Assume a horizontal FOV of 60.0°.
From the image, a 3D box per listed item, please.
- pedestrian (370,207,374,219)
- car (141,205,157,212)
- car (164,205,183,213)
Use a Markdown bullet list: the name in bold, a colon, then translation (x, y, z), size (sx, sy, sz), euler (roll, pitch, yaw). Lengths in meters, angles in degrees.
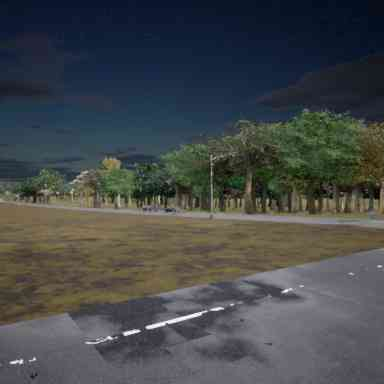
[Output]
- **pedestrian**: translation (19.252, 2.203, 35.553), size (0.375, 1.300, 0.375), euler (-2, 1, -33)
- **car**: translation (-9.263, 3.559, 71.755), size (1.837, 1.490, 4.892), euler (1, -2, -33)
- **car**: translation (-3.494, 3.250, 63.143), size (2.128, 1.511, 4.902), euler (1, -2, -33)
